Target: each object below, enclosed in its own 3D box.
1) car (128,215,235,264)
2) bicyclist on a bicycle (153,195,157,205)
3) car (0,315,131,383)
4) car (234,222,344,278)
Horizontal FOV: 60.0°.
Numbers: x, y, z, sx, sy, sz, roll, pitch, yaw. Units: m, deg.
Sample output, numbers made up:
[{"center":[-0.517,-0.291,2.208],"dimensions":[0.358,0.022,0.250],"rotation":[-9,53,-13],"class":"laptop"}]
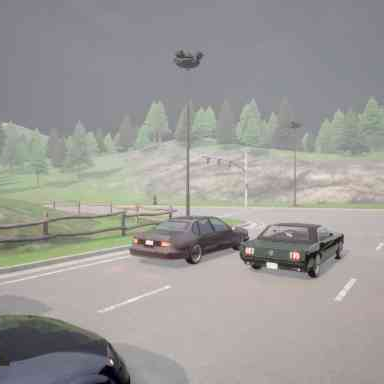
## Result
[{"center":[0.174,1.547,11.918],"dimensions":[2.033,1.411,5.357],"rotation":[0,0,35],"class":"car"},{"center":[-5.794,1.302,51.935],"dimensions":[0.582,1.620,1.656],"rotation":[0,0,14],"class":"bicyclist on a bicycle"},{"center":[-2.365,1.564,2.055],"dimensions":[1.994,1.385,4.181],"rotation":[0,0,35],"class":"car"},{"center":[3.342,1.601,10.338],"dimensions":[1.895,1.301,4.718],"rotation":[0,0,35],"class":"car"}]
